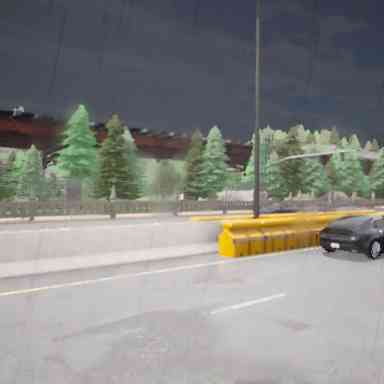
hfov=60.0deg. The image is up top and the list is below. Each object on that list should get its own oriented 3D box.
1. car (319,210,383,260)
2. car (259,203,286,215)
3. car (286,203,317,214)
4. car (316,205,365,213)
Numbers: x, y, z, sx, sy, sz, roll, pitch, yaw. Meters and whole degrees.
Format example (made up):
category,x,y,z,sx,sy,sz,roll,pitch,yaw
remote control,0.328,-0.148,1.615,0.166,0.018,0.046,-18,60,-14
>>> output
category,x,y,z,sx,sy,sz,roll,pitch,yaw
car,7.053,1.652,13.176,4.892,1.490,1.837,0,0,-35
car,8.104,1.775,31.168,4.892,1.490,1.837,1,-1,-35
car,10.923,1.826,28.866,5.357,1.411,2.033,1,0,-35
car,11.834,1.789,25.235,4.674,1.442,1.812,1,-1,-35
